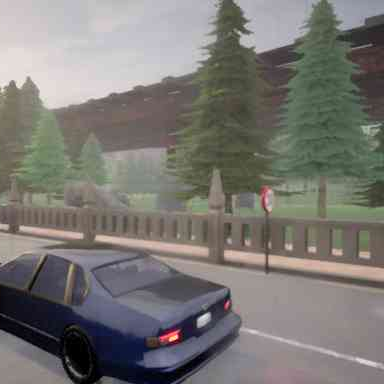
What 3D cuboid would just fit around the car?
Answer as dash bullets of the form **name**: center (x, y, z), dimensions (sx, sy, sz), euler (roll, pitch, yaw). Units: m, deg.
- **car**: center (-1.905, 1.542, 5.351), dimensions (5.357, 1.411, 2.033), euler (0, 0, 35)
